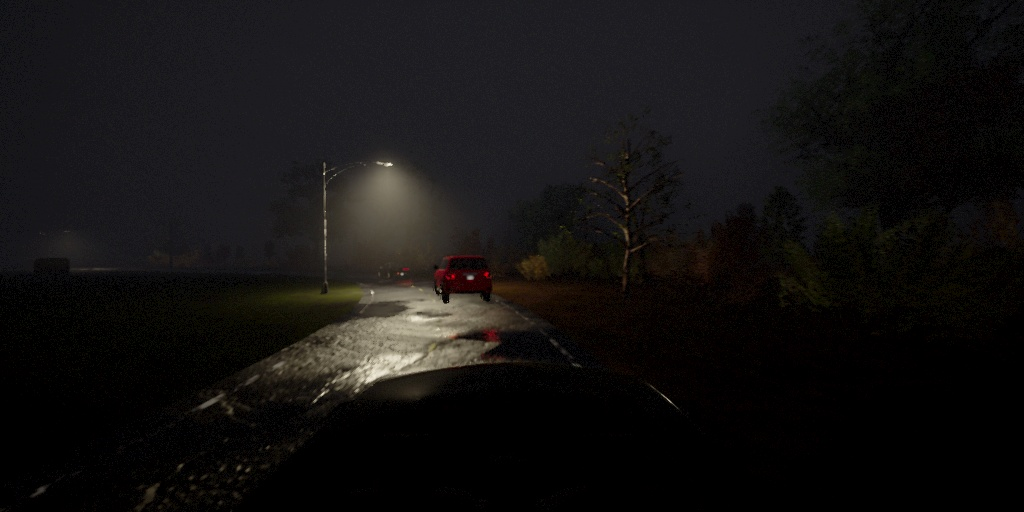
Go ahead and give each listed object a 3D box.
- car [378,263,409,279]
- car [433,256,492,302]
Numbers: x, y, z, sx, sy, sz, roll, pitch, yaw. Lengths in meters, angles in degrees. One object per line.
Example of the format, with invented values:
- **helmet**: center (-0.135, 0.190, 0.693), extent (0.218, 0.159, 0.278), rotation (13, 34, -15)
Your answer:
- **car**: center (-11.444, 1.406, 34.545), extent (1.837, 1.490, 4.892), rotation (0, 0, -37)
- **car**: center (-2.523, 1.013, 17.515), extent (2.150, 2.045, 5.566), rotation (0, 0, -17)
